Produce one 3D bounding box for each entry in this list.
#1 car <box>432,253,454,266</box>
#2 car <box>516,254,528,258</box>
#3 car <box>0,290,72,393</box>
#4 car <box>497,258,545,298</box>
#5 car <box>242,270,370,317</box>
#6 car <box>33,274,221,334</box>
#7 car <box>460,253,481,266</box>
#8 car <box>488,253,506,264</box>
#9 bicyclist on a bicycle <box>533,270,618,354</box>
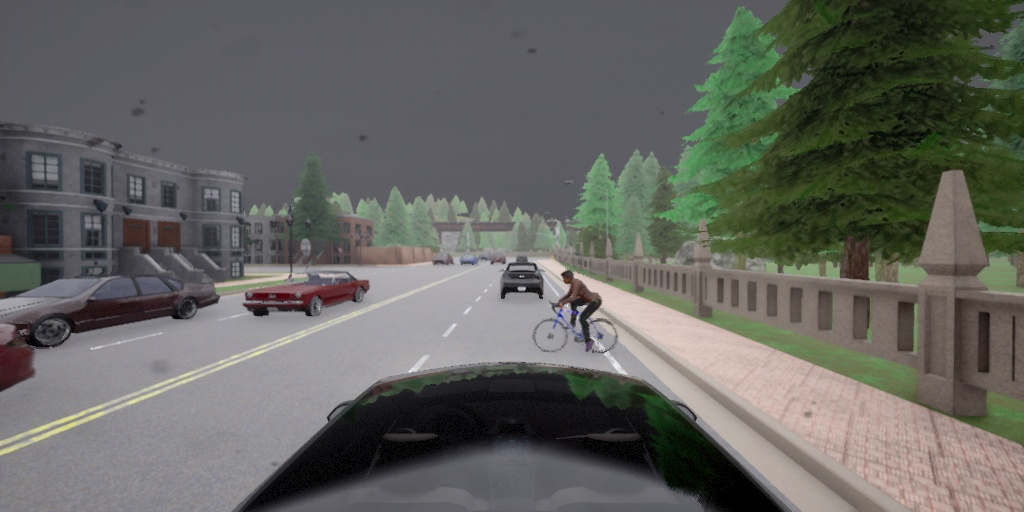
[{"bbox_3d":[-9.432,0.407,49.327,2.097,1.767,4.553,0,1,4],"label":"car"},{"bbox_3d":[1.529,0.476,55.454,1.837,1.490,4.892,0,1,2],"label":"car"},{"bbox_3d":[-7.099,1.259,2.645,1.812,1.442,4.674,0,1,2],"label":"car"},{"bbox_3d":[0.472,1.035,16.861,1.837,1.490,4.892,0,1,2],"label":"car"},{"bbox_3d":[-6.812,1.192,12.498,1.895,1.301,4.718,0,1,2],"label":"car"},{"bbox_3d":[-10.418,1.185,9.175,2.033,1.411,5.357,0,1,2],"label":"car"},{"bbox_3d":[-5.830,0.541,48.932,1.882,1.535,5.008,0,1,2],"label":"car"},{"bbox_3d":[-2.004,0.338,54.303,2.097,1.767,4.553,0,1,2],"label":"car"},{"bbox_3d":[1.236,1.105,6.983,1.656,1.620,0.582,0,1,2],"label":"bicyclist on a bicycle"}]
